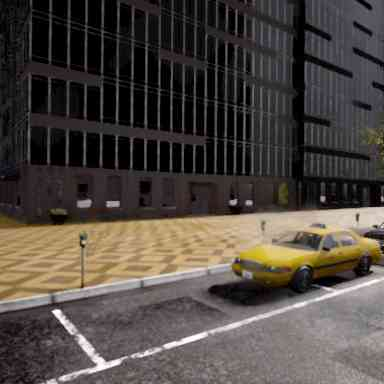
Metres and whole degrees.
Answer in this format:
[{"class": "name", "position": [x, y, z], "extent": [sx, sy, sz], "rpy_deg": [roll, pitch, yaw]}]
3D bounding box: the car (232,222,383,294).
[{"class": "car", "position": [3.207, 1.532, 8.837], "extent": [4.829, 1.417, 1.752], "rpy_deg": [0, 1, -35]}]
